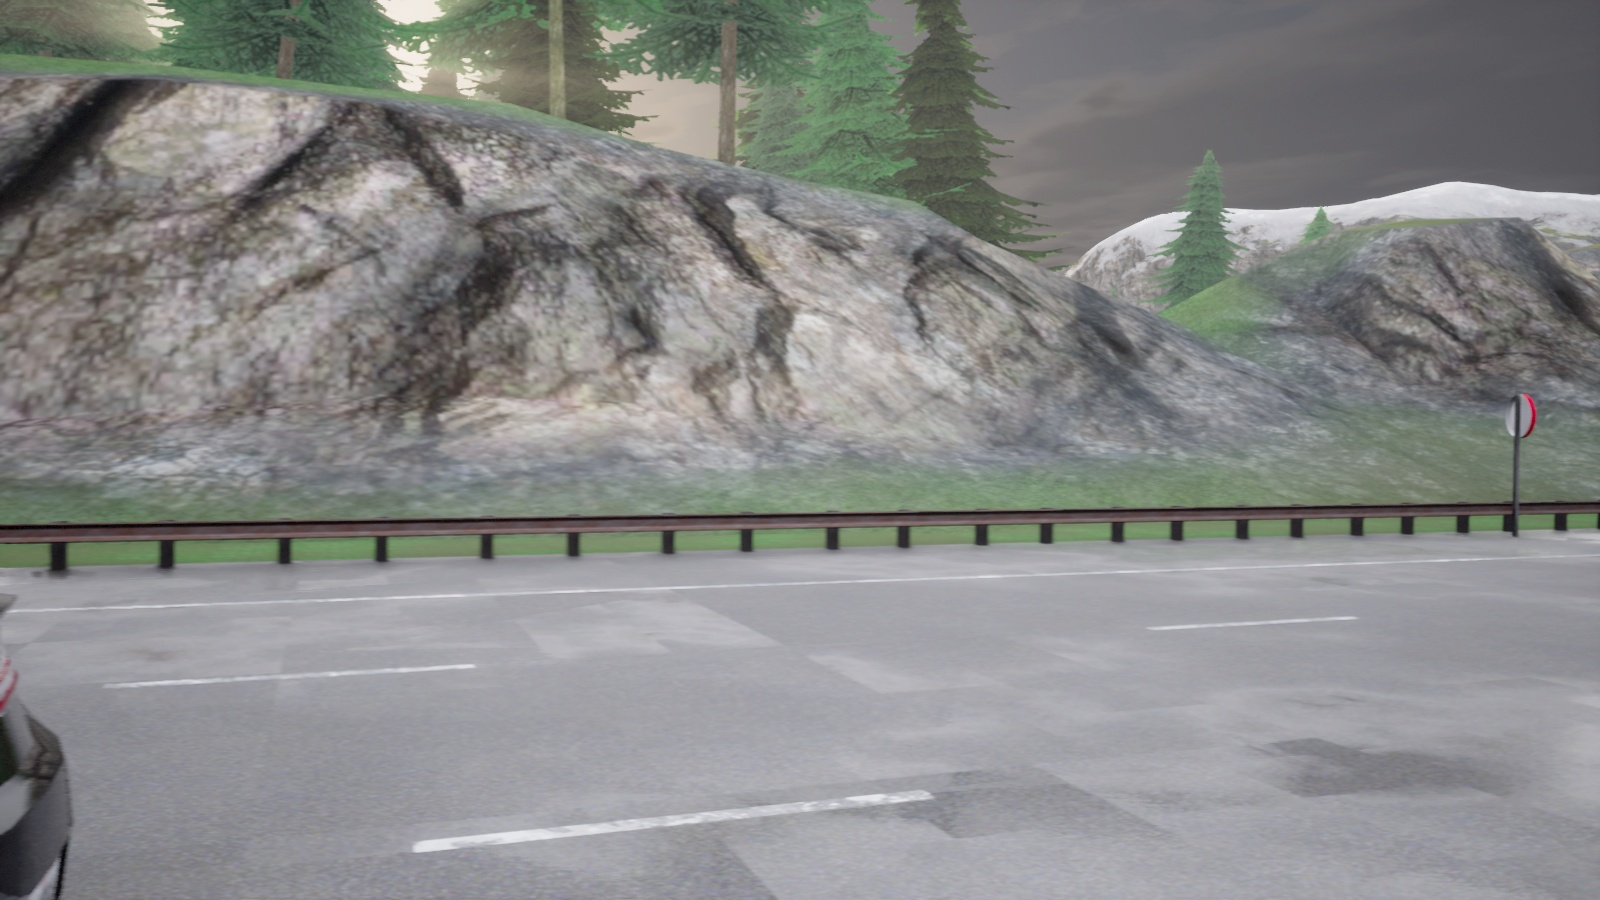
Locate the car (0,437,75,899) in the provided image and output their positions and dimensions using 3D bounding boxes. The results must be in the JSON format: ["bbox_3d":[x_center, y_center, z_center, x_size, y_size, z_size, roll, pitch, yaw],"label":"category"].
[{"bbox_3d":[-3.996,0.769,1.722,4.902,1.511,2.128,-1,1,-21],"label":"car"}]
